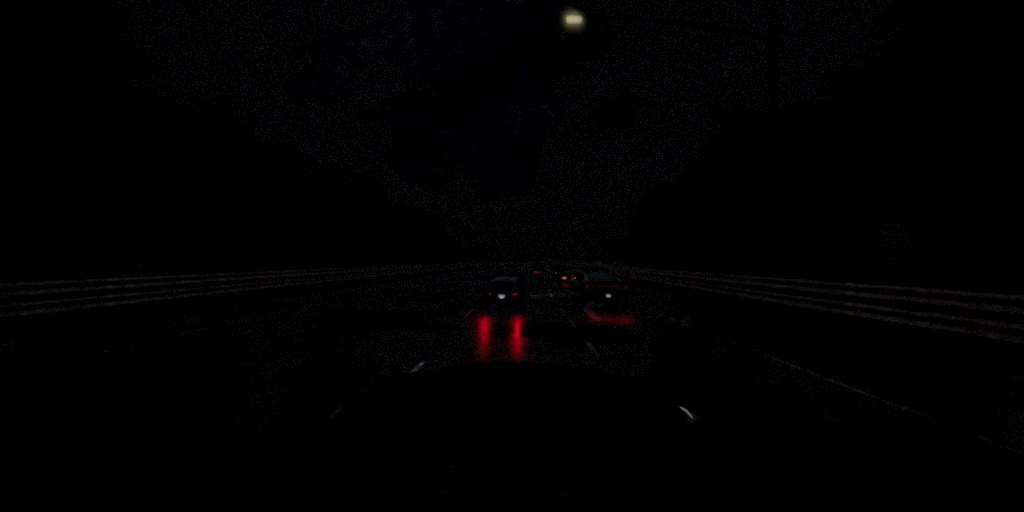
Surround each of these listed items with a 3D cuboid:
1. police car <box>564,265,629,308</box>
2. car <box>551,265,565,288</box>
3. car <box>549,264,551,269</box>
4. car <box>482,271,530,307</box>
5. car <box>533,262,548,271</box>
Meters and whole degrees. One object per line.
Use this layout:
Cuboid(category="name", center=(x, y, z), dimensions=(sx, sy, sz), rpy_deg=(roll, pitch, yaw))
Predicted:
Cuboid(category="police car", center=(3.765, 1.329, 16.288), dimensions=(1.930, 1.638, 5.238), rpy_deg=(0, -1, 2))
Cuboid(category="car", center=(4.295, 1.561, 26.837), dimensions=(2.033, 1.411, 5.357), rpy_deg=(0, -1, 4))
Cuboid(category="car", center=(5.114, 1.630, 37.481), dimensions=(1.837, 1.490, 4.892), rpy_deg=(0, -1, 5))
Cuboid(category="car", center=(-0.199, 1.422, 16.374), dimensions=(1.812, 1.442, 4.674), rpy_deg=(0, 0, 5))
Cuboid(category="car", center=(4.893, 1.917, 63.705), dimensions=(1.837, 1.490, 4.892), rpy_deg=(0, 0, 9))
